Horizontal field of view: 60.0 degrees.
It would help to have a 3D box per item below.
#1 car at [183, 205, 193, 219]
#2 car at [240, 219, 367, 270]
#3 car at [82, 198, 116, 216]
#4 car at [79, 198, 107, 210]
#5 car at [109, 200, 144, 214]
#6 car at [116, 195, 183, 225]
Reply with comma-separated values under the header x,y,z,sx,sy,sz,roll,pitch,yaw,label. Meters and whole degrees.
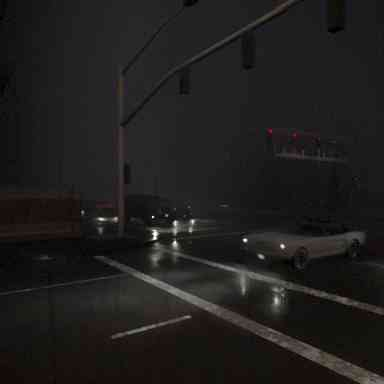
x,y,z,sx,sy,sz,roll,pitch,yaw,label
-1.901,1.352,28.595,2.097,1.767,4.553,0,0,-36,car
3.827,1.601,11.145,4.718,1.301,1.895,0,0,-36,car
-9.078,1.478,32.588,1.882,1.535,5.008,0,0,-36,car
-13.348,1.547,44.545,2.033,1.411,5.357,0,0,-36,car
-7.144,1.601,35.894,1.895,1.301,4.718,0,0,-36,car
-3.316,1.222,24.563,2.150,2.045,5.566,0,0,-36,car
